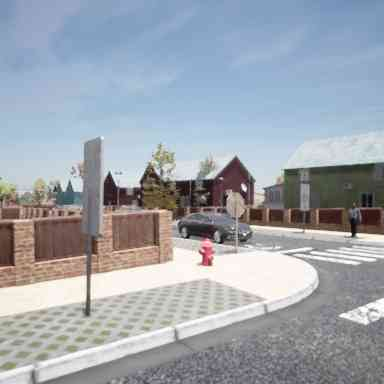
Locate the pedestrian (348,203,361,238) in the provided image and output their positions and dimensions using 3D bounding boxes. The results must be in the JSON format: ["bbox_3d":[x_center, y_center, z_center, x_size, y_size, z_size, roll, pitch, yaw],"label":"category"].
[{"bbox_3d":[8.521,1.473,17.558,0.375,1.860,0.375,0,0,-36],"label":"pedestrian"}]

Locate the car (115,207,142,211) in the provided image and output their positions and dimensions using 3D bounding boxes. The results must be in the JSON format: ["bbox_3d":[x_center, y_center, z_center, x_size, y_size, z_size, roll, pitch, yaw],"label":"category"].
[{"bbox_3d":[-4.608,1.953,25.713,2.097,1.767,4.553,2,-2,-36],"label":"car"}]

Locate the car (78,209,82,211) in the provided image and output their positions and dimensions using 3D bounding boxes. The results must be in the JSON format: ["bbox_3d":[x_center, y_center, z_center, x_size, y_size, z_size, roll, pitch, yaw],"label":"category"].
[{"bbox_3d":[-10.411,2.354,33.747,1.882,1.535,5.008,1,-2,-35],"label":"car"}]

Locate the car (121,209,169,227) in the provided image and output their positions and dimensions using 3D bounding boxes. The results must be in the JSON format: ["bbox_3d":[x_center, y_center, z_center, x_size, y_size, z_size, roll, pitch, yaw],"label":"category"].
[{"bbox_3d":[-4.388,2.314,30.439,2.033,1.411,5.357,2,-2,-36],"label":"car"}]

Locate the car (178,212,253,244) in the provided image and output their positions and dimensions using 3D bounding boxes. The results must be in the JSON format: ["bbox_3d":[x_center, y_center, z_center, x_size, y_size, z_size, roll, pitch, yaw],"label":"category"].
[{"bbox_3d":[1.111,1.834,17.756,1.837,1.490,4.892,1,-2,-35],"label":"car"}]

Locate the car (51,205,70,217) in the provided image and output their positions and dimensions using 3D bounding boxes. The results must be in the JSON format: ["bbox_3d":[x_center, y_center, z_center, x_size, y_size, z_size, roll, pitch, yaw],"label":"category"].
[{"bbox_3d":[-16.491,2.673,42.226,1.837,1.490,4.892,1,-2,-35],"label":"car"}]

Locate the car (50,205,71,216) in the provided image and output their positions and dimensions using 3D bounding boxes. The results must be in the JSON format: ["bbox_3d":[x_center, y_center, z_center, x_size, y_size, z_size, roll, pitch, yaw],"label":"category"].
[{"bbox_3d":[-21.362,2.927,53.918,2.097,1.767,4.553,2,-3,-36],"label":"car"}]
